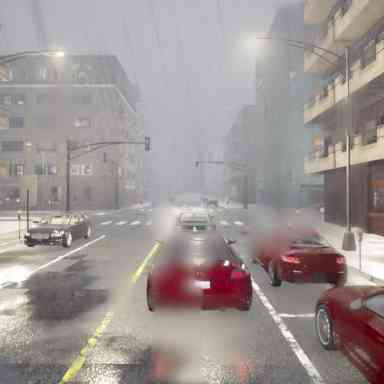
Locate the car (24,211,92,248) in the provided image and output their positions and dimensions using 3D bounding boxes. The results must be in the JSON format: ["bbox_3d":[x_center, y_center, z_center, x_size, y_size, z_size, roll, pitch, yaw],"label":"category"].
[{"bbox_3d":[-5.749,1.554,14.751,2.008,1.369,4.403,1,0,0],"label":"car"}]

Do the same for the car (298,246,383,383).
[{"bbox_3d":[2.672,1.583,3.330,1.802,1.307,4.206,1,0,0],"label":"car"}]

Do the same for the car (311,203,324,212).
[{"bbox_3d":[15.599,1.518,36.878,4.507,1.381,1.887,0,-1,1],"label":"car"}]

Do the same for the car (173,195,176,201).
[{"bbox_3d":[-5.264,1.575,75.471,1.947,1.339,4.313,1,0,0],"label":"car"}]

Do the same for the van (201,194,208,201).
[{"bbox_3d":[3.208,1.349,86.721,1.690,1.788,3.998,1,0,0],"label":"van"}]

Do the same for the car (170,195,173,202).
[{"bbox_3d":[-5.350,1.448,64.129,1.967,1.590,4.097,1,0,0],"label":"car"}]

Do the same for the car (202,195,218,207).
[{"bbox_3d":[3.035,1.558,51.123,2.008,1.369,4.403,1,0,0],"label":"car"}]

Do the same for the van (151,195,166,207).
[{"bbox_3d":[-5.512,1.349,52.796,1.690,1.788,3.998,1,0,0],"label":"van"}]

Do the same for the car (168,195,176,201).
[{"bbox_3d":[-5.175,1.554,86.811,1.887,1.381,4.507,1,0,0],"label":"car"}]

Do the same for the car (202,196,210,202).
[{"bbox_3d":[3.116,1.590,75.381,1.802,1.307,4.206,1,0,0],"label":"car"}]

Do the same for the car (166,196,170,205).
[{"bbox_3d":[-5.396,1.574,58.459,1.947,1.339,4.313,1,0,0],"label":"car"}]

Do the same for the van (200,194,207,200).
[{"bbox_3d":[3.252,1.350,92.391,1.690,1.788,3.998,1,0,0],"label":"van"}]

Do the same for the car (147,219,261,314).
[{"bbox_3d":[0.117,1.566,7.726,1.994,1.385,4.181,0,0,-1],"label":"car"}]

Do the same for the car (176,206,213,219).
[{"bbox_3d":[0.125,1.604,16.544,1.895,1.301,4.718,0,0,0],"label":"car"}]

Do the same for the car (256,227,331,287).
[{"bbox_3d":[2.680,1.584,9.001,1.802,1.307,4.206,1,0,0],"label":"car"}]

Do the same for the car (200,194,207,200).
[{"bbox_3d":[3.072,1.558,69.711,2.008,1.369,4.403,1,0,0],"label":"car"}]
